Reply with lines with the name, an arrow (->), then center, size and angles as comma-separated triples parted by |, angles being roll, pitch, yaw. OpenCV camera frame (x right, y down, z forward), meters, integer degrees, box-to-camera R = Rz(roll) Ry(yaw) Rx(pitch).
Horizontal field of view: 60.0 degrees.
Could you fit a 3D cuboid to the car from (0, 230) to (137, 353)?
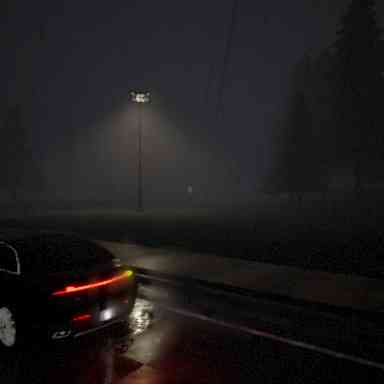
car -> -3.162, 1.463, 6.126 | 4.892, 1.490, 1.837 | 0, 0, 36
